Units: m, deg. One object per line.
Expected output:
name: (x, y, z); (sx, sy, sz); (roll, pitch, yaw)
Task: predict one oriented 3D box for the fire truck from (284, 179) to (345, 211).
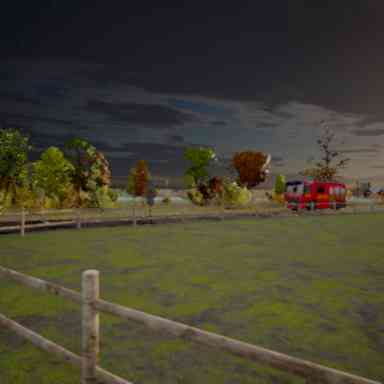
fire truck: (15.007, 0.367, 40.461); (8.468, 3.827, 2.891); (0, 1, -34)
